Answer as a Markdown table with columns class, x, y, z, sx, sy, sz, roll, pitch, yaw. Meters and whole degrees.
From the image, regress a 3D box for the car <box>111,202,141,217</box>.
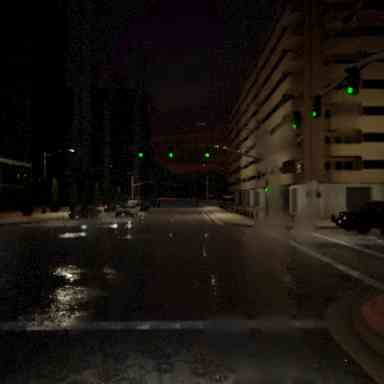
| class | x | y | z | sx | sy | sz | roll | pitch | yaw |
| --- | --- | --- | --- | --- | --- | --- | --- | --- | --- |
| car | -7.264 | 2.095 | 37.192 | 1.895 | 1.301 | 4.718 | 0 | -1 | 0 |

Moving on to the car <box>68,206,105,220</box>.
| class | x | y | z | sx | sy | sz | roll | pitch | yaw |
| --- | --- | --- | --- | --- | --- | --- | --- | --- | --- |
| car | -10.758 | 2.049 | 33.633 | 1.895 | 1.301 | 4.718 | 0 | -1 | 2 |

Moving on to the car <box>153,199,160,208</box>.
| class | x | y | z | sx | sy | sz | roll | pitch | yaw |
| --- | --- | --- | --- | --- | --- | --- | --- | --- | --- |
| car | -7.318 | 2.197 | 63.863 | 2.097 | 1.767 | 4.553 | 0 | -1 | 0 |

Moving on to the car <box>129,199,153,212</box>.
| class | x | y | z | sx | sy | sz | roll | pitch | yaw |
| --- | --- | --- | --- | --- | --- | --- | --- | --- | --- |
| car | -7.310 | 2.129 | 48.073 | 2.128 | 1.511 | 4.902 | 0 | -1 | 0 |

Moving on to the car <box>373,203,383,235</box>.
| class | x | y | z | sx | sy | sz | roll | pitch | yaw |
| --- | --- | --- | --- | --- | --- | --- | --- | --- | --- |
| car | 12.630 | 1.639 | 17.755 | 4.553 | 1.767 | 2.097 | 0 | -1 | -1 |

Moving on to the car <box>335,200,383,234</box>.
| class | x | y | z | sx | sy | sz | roll | pitch | yaw |
| --- | --- | --- | --- | --- | --- | --- | --- | --- | --- |
| car | 12.183 | 1.554 | 21.252 | 5.566 | 2.045 | 2.150 | 0 | -1 | -1 |

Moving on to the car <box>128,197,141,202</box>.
| class | x | y | z | sx | sy | sz | roll | pitch | yaw |
| --- | --- | --- | --- | --- | --- | --- | --- | --- | --- |
| car | -10.816 | 2.058 | 63.146 | 2.150 | 2.045 | 5.566 | 0 | -1 | 0 |

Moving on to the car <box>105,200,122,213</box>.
| class | x | y | z | sx | sy | sz | roll | pitch | yaw |
| --- | --- | --- | --- | --- | --- | --- | --- | --- | --- |
| car | -10.804 | 1.970 | 46.521 | 2.097 | 1.767 | 4.553 | 0 | -1 | 0 |
